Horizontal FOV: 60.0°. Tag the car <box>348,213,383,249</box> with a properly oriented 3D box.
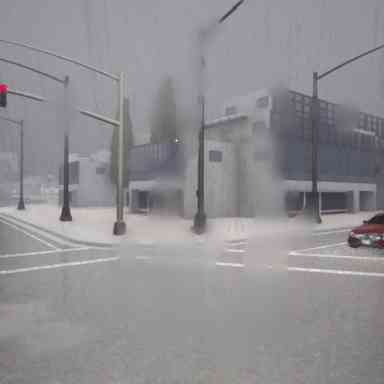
[{"bbox_3d":[8.297,1.586,13.713,4.674,1.442,1.812,0,0,-37],"label":"car"}]
